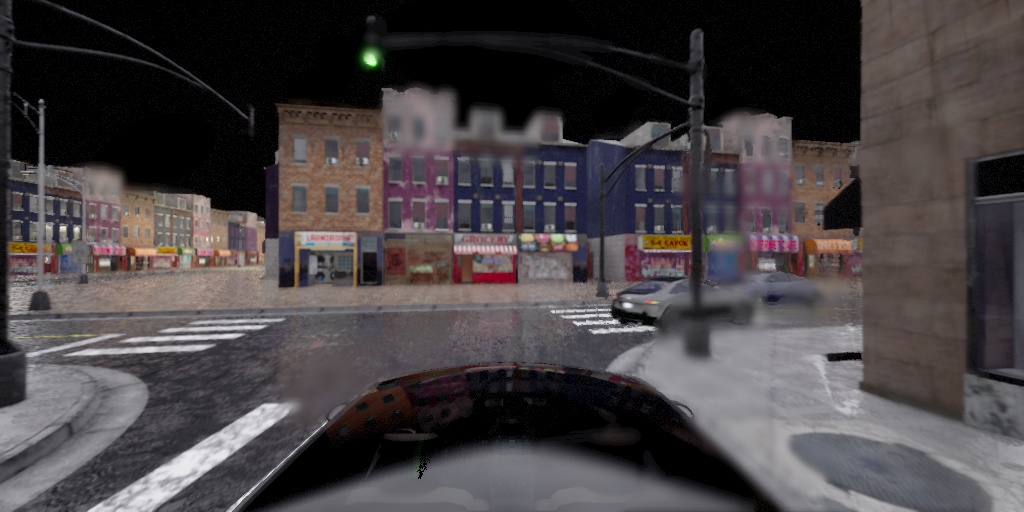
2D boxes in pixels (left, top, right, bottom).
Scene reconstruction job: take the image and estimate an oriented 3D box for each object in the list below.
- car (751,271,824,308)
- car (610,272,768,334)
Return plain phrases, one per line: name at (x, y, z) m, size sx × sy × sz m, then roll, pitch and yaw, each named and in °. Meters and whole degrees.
car at (10.021, 1.304, 14.359) m, size 4.181 × 1.385 × 1.994 m, roll 0°, pitch 0°, yaw -10°
car at (4.964, 1.296, 10.416) m, size 4.181 × 1.385 × 1.994 m, roll 0°, pitch -1°, yaw -23°
